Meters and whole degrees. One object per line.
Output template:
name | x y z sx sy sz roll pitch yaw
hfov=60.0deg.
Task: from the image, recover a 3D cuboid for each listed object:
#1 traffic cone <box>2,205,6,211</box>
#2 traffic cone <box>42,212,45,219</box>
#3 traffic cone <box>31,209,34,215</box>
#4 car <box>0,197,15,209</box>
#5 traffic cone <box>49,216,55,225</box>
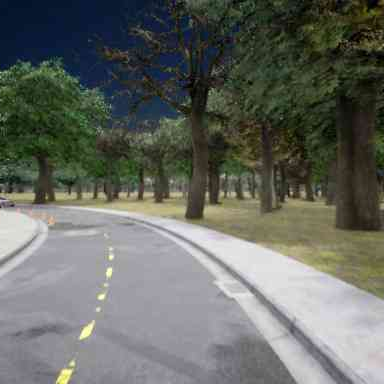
traffic cone | -21.084 1.779 37.169 0.340 0.580 0.340 0 1 41
traffic cone | -11.773 1.855 26.383 0.340 0.580 0.340 0 1 -33
traffic cone | -14.531 1.830 30.267 0.340 0.580 0.340 0 1 -38
car | -24.144 1.316 41.820 4.674 1.442 1.812 0 0 35
traffic cone | -9.393 1.879 22.255 0.340 0.580 0.340 0 0 -27
